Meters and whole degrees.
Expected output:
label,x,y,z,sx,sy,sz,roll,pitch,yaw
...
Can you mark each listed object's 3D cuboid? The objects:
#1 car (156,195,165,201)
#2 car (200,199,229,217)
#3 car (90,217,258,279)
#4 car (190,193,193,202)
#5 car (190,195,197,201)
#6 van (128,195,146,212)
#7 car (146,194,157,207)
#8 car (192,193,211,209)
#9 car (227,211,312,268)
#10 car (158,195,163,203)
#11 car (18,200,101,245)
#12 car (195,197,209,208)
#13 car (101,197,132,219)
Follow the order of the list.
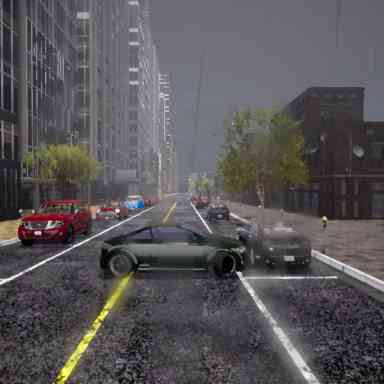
label,x,y,z,sx,sy,sz,roll,pitch,yaw
car,-7.806,1.497,82.663,1.752,1.417,4.829,-1,0,-1
car,2.028,1.543,26.976,2.008,1.369,4.403,-1,0,-1
car,-0.462,1.557,9.516,4.181,1.385,1.994,0,0,-1
car,0.850,1.291,71.972,2.192,1.841,5.009,-1,0,-1
car,0.426,1.551,88.570,1.802,1.307,4.206,-1,0,-1
van,-6.669,1.329,38.569,1.690,1.788,3.998,-1,0,-1
car,-6.955,1.299,49.635,2.192,1.841,5.009,-1,0,-1
car,1.565,1.301,44.309,2.192,1.841,5.009,-1,0,-1
car,2.556,1.548,11.116,2.008,1.369,4.403,-1,0,-1
car,-7.381,1.522,66.234,1.887,1.381,4.507,-1,0,-1
car,-6.181,1.310,15.707,2.192,1.841,5.009,-1,0,-1
car,1.421,1.509,50.011,1.752,1.417,4.829,-1,0,-1
car,-6.375,1.432,26.775,1.967,1.590,4.097,-1,0,-1
